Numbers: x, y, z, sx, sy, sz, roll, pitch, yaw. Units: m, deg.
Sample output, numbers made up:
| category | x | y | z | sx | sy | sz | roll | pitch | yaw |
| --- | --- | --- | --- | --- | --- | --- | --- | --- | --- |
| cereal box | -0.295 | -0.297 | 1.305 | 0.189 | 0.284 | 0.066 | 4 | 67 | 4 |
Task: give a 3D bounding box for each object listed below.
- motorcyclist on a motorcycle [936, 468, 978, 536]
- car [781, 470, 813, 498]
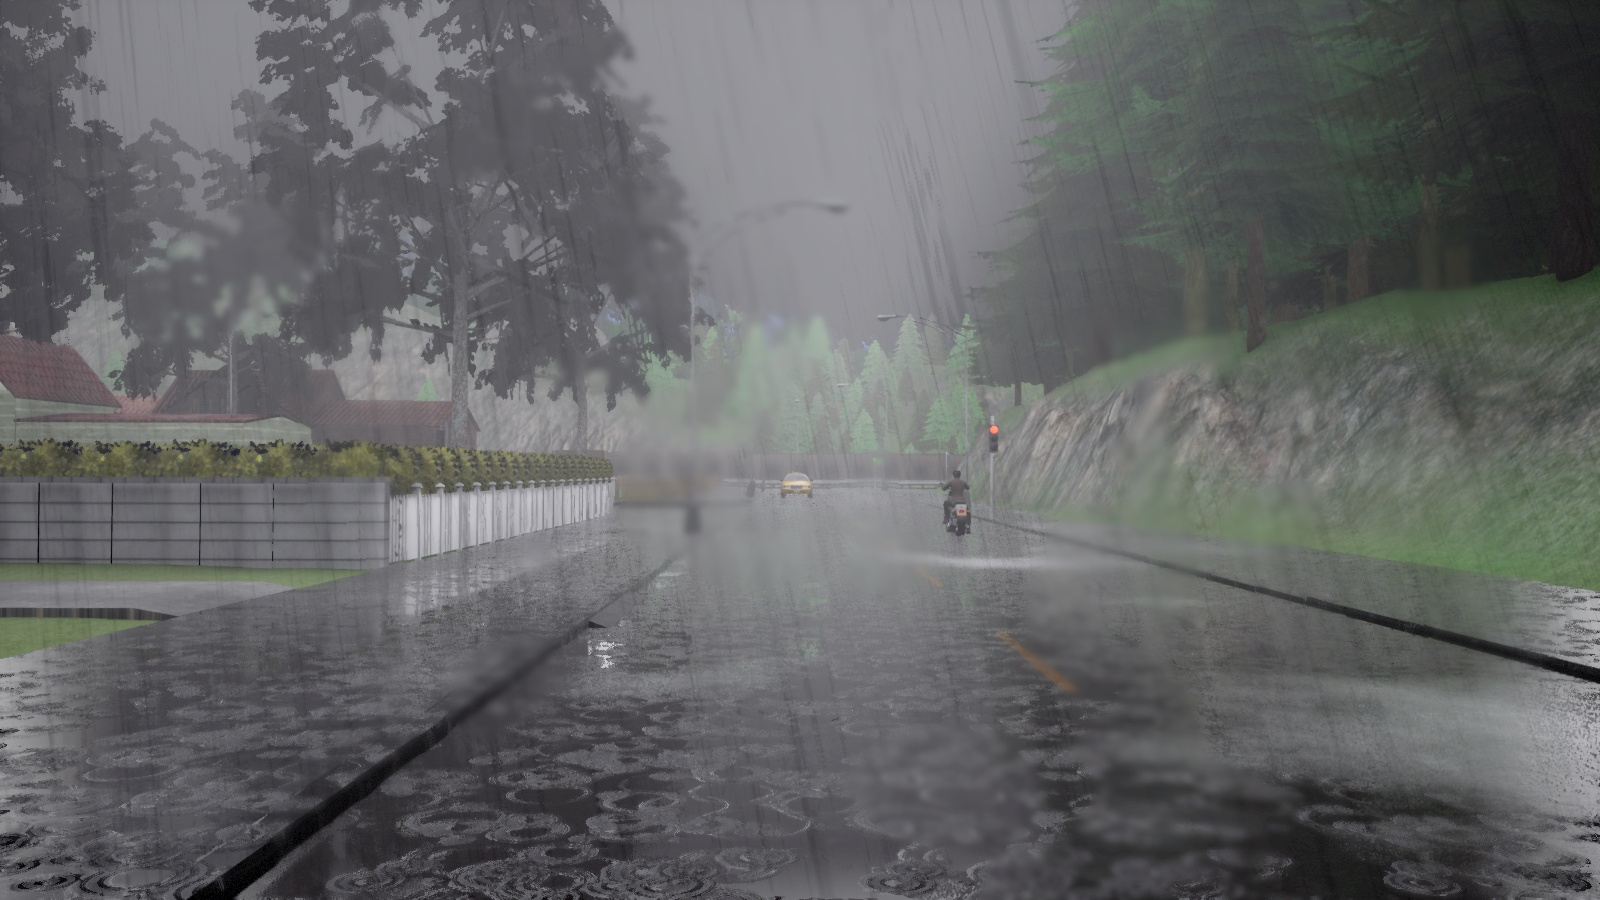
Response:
| category | x | y | z | sx | sy | sz | roll | pitch | yaw |
| --- | --- | --- | --- | --- | --- | --- | --- | --- | --- |
| motorcyclist on a motorcycle | 3.921 | 1.277 | 31.522 | 0.766 | 1.649 | 2.350 | 0 | -1 | 0 |
| car | -0.184 | 1.989 | 73.693 | 1.801 | 1.575 | 5.366 | 0 | -1 | 0 |
